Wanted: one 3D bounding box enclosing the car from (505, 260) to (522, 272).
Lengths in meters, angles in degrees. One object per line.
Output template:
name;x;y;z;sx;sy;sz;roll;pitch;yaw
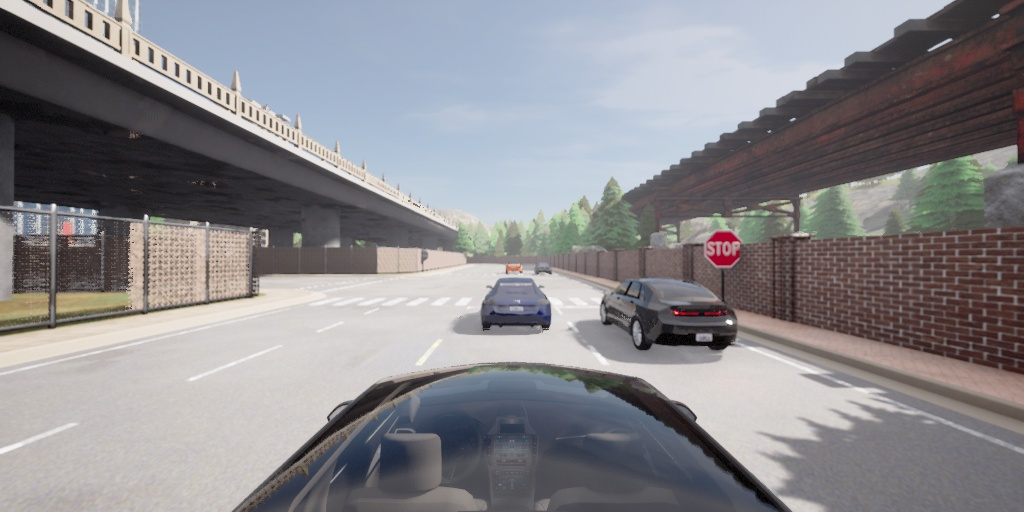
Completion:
car;0.224;1.350;45.690;2.097;1.767;4.553;0;0;0

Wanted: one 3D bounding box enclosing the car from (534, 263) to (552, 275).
car;3.756;1.536;43.971;2.033;1.411;5.357;0;0;-1

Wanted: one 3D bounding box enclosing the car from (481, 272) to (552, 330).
car;0.116;1.369;11.427;1.994;1.385;4.181;0;0;0

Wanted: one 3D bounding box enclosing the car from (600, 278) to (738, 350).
car;3.612;1.297;9.163;1.837;1.490;4.892;0;0;0
